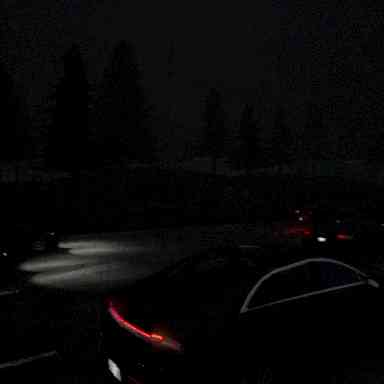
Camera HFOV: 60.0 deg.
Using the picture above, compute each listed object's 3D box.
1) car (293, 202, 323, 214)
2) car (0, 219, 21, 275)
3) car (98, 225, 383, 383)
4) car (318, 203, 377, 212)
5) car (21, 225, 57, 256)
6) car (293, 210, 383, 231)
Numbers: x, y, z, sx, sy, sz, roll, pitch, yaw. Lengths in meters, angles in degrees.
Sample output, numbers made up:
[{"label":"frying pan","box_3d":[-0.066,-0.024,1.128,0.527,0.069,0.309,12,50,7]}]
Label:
[{"label":"car","box_3d":[9.083,1.493,23.101,4.892,1.490,1.837,0,0,-35]},{"label":"car","box_3d":[-6.707,1.526,7.578,4.674,1.442,1.812,0,0,-35]},{"label":"car","box_3d":[1.222,1.490,4.619,4.902,1.511,2.128,0,0,-35]},{"label":"car","box_3d":[9.673,1.496,19.225,4.892,1.490,1.837,0,0,-35]},{"label":"car","box_3d":[-7.184,1.525,11.527,4.674,1.442,1.812,0,0,-35]},{"label":"car","box_3d":[5.967,1.558,12.292,4.181,1.385,1.994,0,0,-35]}]
